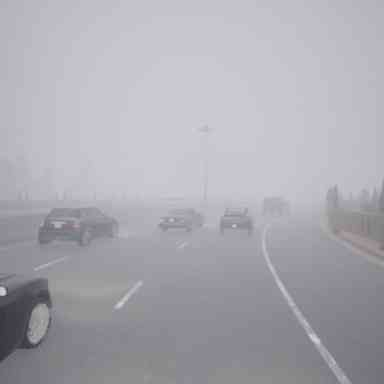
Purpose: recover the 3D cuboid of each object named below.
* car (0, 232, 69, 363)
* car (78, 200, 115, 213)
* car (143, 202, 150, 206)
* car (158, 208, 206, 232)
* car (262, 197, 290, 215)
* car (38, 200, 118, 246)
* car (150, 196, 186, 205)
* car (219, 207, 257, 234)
[{"bbox_3d":[-3.221,1.486,3.308,1.882,1.535,5.008,0,0,2],"label":"car"},{"bbox_3d":[-11.952,1.829,41.997,1.837,1.490,4.892,0,-1,24],"label":"car"},{"bbox_3d":[-5.272,1.957,47.704,1.994,1.385,4.181,0,-1,29],"label":"car"},{"bbox_3d":[-0.533,1.707,21.463,2.033,1.411,5.357,0,0,15],"label":"car"},{"bbox_3d":[9.679,1.536,38.280,2.150,2.045,5.566,0,0,27],"label":"car"},{"bbox_3d":[-5.241,1.452,15.978,2.097,1.767,4.553,0,0,10],"label":"car"},{"bbox_3d":[-2.878,1.588,44.875,2.150,2.045,5.566,0,-1,28],"label":"car"},{"bbox_3d":[2.876,1.652,20.430,2.128,1.511,4.902,0,0,14],"label":"car"}]
